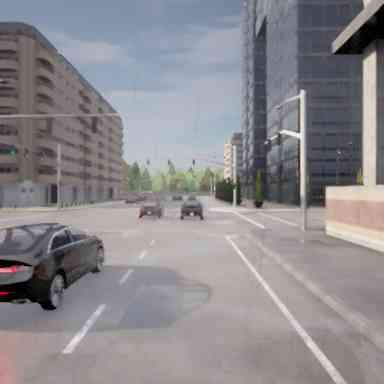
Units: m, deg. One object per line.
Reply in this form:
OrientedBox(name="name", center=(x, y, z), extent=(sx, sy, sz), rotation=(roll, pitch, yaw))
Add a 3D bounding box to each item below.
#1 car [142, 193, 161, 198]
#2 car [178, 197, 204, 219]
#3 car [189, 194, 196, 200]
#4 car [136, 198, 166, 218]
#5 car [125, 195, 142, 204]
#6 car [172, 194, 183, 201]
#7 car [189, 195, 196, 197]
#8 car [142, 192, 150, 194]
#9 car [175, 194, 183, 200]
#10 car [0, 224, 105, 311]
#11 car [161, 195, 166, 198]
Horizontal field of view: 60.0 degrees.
OrientedBox(name="car", center=(-7.254, 1.427, 60.003), extent=(1.837, 1.490, 4.892), rotation=(0, 0, 1))
OrientedBox(name="car", center=(-0.032, 1.494, 28.954), extent=(1.837, 1.490, 4.892), rotation=(0, 0, -1))
OrientedBox(name="car", center=(0.140, 1.393, 87.733), extent=(1.812, 1.442, 4.674), rotation=(0, 0, 1))
OrientedBox(name="car", center=(-3.538, 1.513, 29.631), extent=(1.812, 1.442, 4.674), rotation=(0, 0, -1))
OrientedBox(name="car", center=(-10.752, 1.427, 59.970), extent=(1.837, 1.490, 4.892), rotation=(0, 0, 1))
OrientedBox(name="car", center=(-3.491, 1.252, 77.520), extent=(2.097, 1.767, 4.553), rotation=(0, 0, 1))
OrientedBox(name="car", center=(0.009, 1.492, 77.537), extent=(1.895, 1.301, 4.718), rotation=(0, 0, 1))
OrientedBox(name="car", center=(-10.507, 1.121, 76.320), extent=(2.150, 2.045, 5.566), rotation=(0, 0, 1))
OrientedBox(name="car", center=(-3.360, 1.368, 87.777), extent=(1.837, 1.490, 4.892), rotation=(0, 0, 1))
OrientedBox(name="car", center=(-3.439, 1.481, 7.741), extent=(2.128, 1.511, 4.902), rotation=(0, 0, 0))
OrientedBox(name="car", center=(-7.007, 1.419, 76.366), extent=(2.128, 1.511, 4.902), rotation=(0, 0, 1))
